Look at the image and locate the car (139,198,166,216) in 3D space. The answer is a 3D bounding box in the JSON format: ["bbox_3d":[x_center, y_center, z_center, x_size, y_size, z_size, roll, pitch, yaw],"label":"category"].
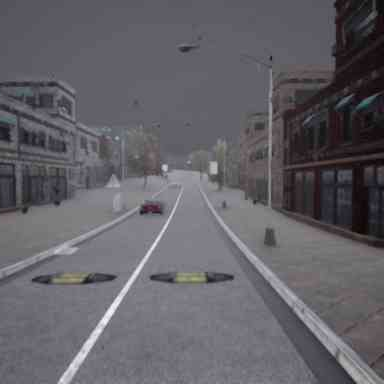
[{"bbox_3d":[-3.252,1.188,28.082,1.895,1.301,4.718,0,3,0],"label":"car"}]

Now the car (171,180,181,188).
[{"bbox_3d":[-3.394,-1.795,70.211,2.097,1.767,4.553,0,4,0],"label":"car"}]
